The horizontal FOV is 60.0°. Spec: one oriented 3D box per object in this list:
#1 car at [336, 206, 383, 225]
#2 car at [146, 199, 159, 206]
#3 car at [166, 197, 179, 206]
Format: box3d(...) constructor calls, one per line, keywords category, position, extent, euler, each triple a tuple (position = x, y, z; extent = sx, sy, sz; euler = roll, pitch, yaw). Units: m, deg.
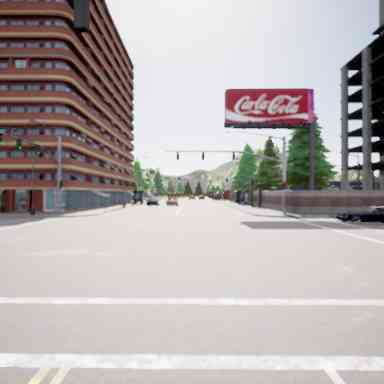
box3d(category="car", position=(13.352, 1.715, 24.818), extent=(4.718, 1.301, 1.895), euler=(0, 0, 0))
box3d(category="car", position=(-7.049, 1.869, 59.943), extent=(1.895, 1.301, 4.718), euler=(0, 0, 1))
box3d(category="car", position=(-3.553, 1.621, 60.046), extent=(2.097, 1.767, 4.553), euler=(0, 0, 1))
